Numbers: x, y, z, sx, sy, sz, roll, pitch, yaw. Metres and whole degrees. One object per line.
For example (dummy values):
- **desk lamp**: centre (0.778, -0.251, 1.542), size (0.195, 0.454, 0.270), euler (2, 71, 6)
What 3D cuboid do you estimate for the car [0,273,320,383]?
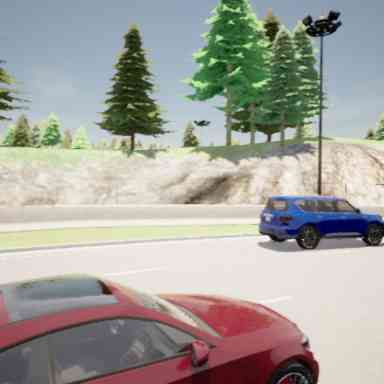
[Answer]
- **car**: centre (-0.899, 1.490, 2.860), size (4.674, 1.442, 1.812), euler (0, 0, -34)

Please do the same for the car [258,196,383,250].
- **car**: centre (5.525, 1.193, 14.070), size (5.566, 2.045, 2.150), euler (1, 0, -20)
